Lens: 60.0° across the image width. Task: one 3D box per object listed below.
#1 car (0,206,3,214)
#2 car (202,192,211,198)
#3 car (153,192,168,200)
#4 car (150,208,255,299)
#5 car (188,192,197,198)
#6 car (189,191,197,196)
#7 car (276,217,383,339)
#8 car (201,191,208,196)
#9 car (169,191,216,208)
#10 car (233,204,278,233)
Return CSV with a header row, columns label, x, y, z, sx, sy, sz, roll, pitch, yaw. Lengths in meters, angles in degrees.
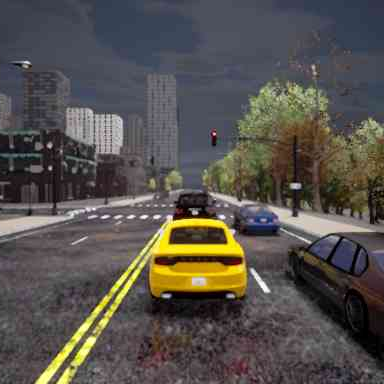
label,x,y,z,sx,sy,sz,roll,pitch,yaw
car,-19.868,1.498,30.820,4.313,1.339,1.947,-1,2,0
car,3.479,0.737,81.631,1.895,1.301,4.718,0,1,0
car,-6.348,0.825,64.191,2.128,1.511,4.902,0,1,1
car,0.121,1.391,8.293,1.882,1.535,5.008,0,1,0
car,0.227,0.671,81.192,2.128,1.511,4.902,0,1,0
car,0.258,0.401,91.608,2.128,1.511,4.902,0,1,0
car,3.371,1.481,6.371,2.033,1.411,5.357,0,1,0
car,3.508,0.376,91.599,1.837,1.490,4.892,0,1,0
car,0.151,1.033,18.185,2.150,2.045,5.566,0,1,0
car,3.402,1.358,18.328,2.033,1.411,5.357,0,1,0
